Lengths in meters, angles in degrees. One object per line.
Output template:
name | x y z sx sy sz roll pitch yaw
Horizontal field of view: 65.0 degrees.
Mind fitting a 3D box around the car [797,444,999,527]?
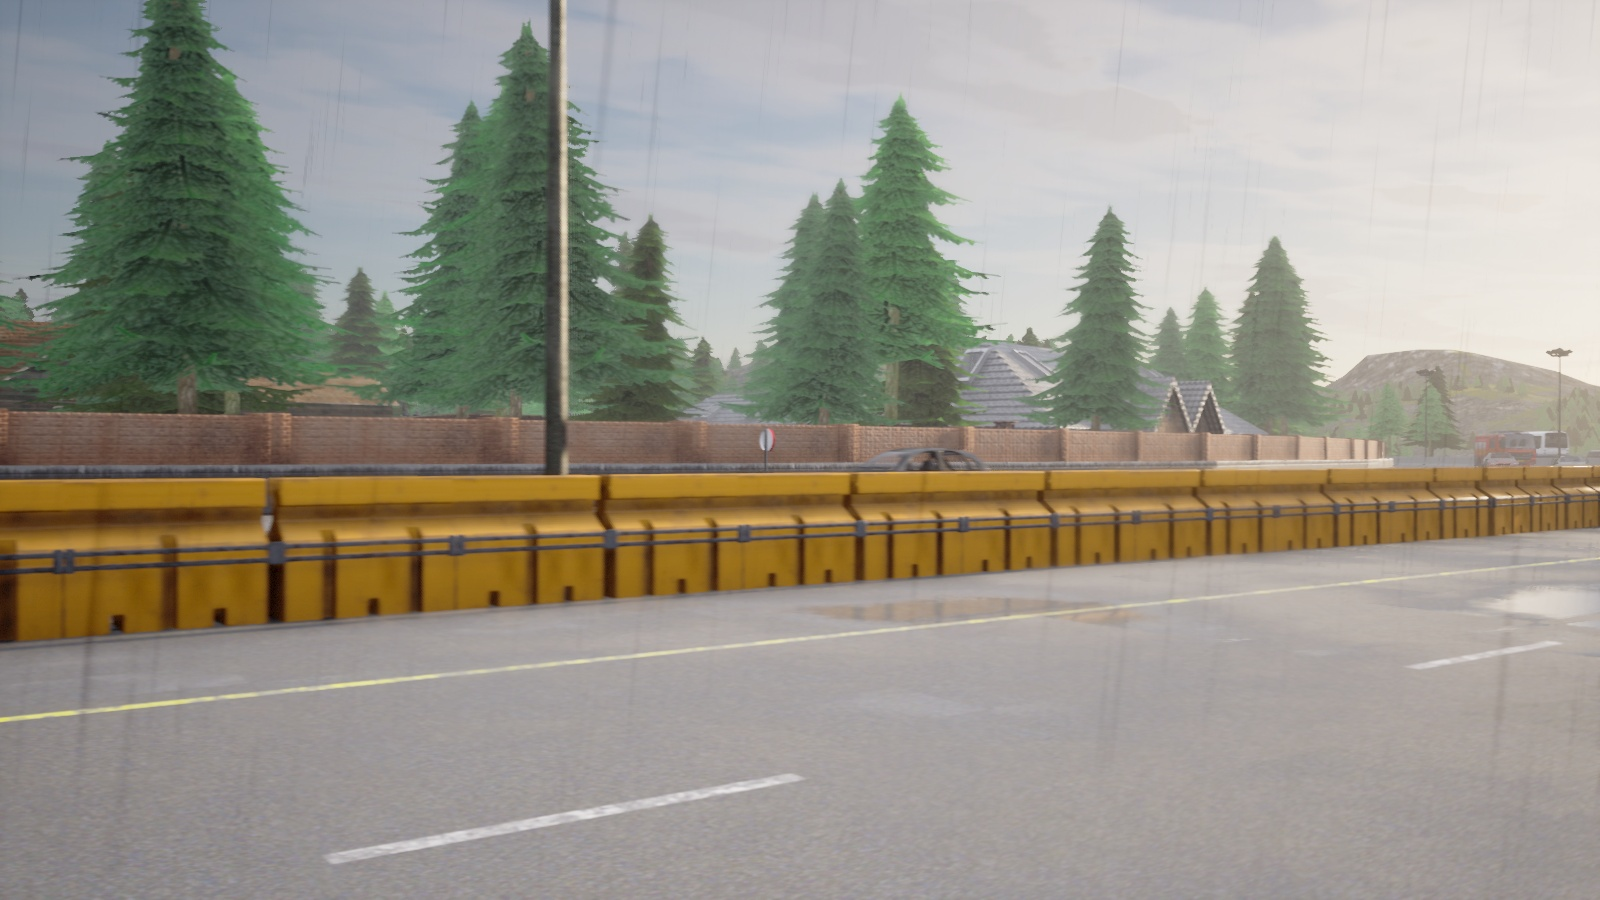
car | 2.093 0.704 26.435 3.988 1.617 1.851 0 0 -35
